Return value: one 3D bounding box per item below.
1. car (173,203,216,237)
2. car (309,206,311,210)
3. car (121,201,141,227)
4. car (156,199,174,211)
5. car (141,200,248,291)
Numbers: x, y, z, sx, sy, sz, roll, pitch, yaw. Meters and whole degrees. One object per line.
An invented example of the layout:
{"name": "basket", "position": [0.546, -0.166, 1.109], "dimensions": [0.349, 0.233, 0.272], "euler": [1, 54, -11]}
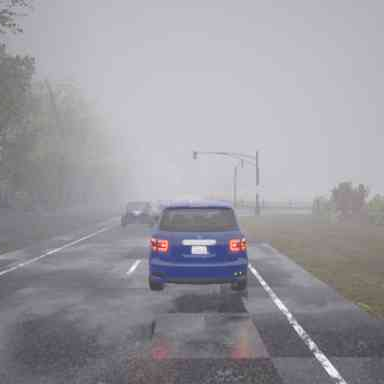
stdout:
{"name": "car", "position": [0.122, 1.494, 19.001], "dimensions": [2.128, 1.511, 4.902], "euler": [0, 0, 0]}
{"name": "car", "position": [17.529, 1.793, 41.571], "dimensions": [5.357, 1.411, 2.033], "euler": [1, -1, 1]}
{"name": "car", "position": [-3.377, 1.355, 22.626], "dimensions": [2.097, 1.767, 4.553], "euler": [0, 0, 0]}
{"name": "car", "position": [-3.358, 1.604, 41.824], "dimensions": [1.895, 1.301, 4.718], "euler": [0, 0, 0]}
{"name": "car", "position": [0.114, 1.223, 9.138], "dimensions": [2.150, 2.045, 5.566], "euler": [0, 0, -1]}
